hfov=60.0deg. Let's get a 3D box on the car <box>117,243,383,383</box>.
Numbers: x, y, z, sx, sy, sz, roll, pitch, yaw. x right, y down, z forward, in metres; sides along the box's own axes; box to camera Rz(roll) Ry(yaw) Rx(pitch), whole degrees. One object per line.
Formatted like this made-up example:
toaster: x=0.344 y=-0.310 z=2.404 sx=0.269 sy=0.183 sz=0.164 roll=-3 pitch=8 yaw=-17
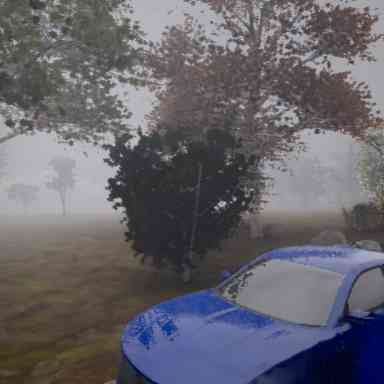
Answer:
car: x=1.558 y=1.479 z=4.178 sx=5.008 sy=1.535 sz=1.882 roll=0 pitch=0 yaw=-36
